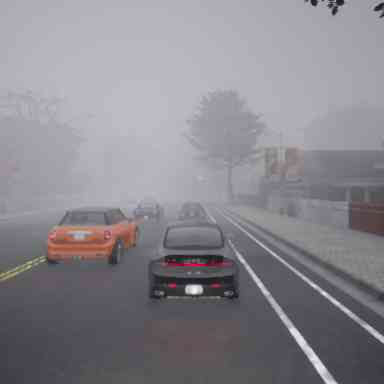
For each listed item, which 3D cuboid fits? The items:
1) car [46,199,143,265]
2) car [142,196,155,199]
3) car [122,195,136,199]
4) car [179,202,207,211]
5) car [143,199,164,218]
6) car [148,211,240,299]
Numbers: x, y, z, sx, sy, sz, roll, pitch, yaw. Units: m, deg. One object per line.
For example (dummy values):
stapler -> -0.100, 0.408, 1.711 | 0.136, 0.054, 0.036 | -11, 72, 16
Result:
car -> -3.185, 1.284, 11.561 | 2.097, 1.767, 4.553 | 0, 0, 0
car -> -6.596, 1.275, 50.480 | 1.994, 1.385, 4.181 | 0, 0, 0
car -> -9.838, 1.231, 51.373 | 1.812, 1.442, 4.674 | 0, 0, 0
car -> 0.035, 1.415, 23.169 | 2.033, 1.411, 5.357 | 0, 0, 0
car -> -3.198, 1.455, 25.446 | 1.895, 1.301, 4.718 | 0, 0, 0
car -> 0.046, 1.457, 8.298 | 1.837, 1.490, 4.892 | 0, 0, 0
